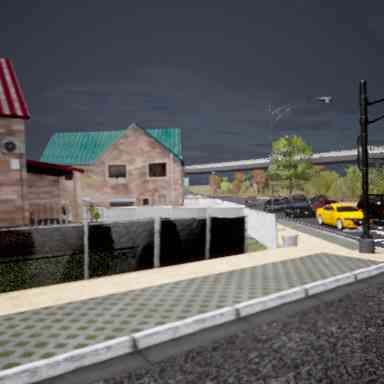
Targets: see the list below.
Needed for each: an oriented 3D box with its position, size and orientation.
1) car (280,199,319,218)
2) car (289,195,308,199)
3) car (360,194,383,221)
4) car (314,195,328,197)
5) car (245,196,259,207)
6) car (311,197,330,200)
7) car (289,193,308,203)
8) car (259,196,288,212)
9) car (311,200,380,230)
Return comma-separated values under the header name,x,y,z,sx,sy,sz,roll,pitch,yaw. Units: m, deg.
name,x,y,z,sx,sy,sz,roll,pitch,yaw
car,10.044,1.645,31.194,1.994,1.385,4.181,-2,0,0
car,13.323,1.479,42.309,1.837,1.490,4.892,-2,0,0
car,13.274,1.160,22.410,2.150,2.045,5.566,-2,0,0
car,19.877,1.247,51.768,1.837,1.490,4.892,-2,0,0
car,10.121,1.484,55.639,2.097,1.767,4.553,-2,0,0
car,13.288,1.482,32.173,1.812,1.442,4.674,-2,0,0
car,19.871,1.124,62.170,2.097,1.767,4.553,-2,0,0
car,10.066,1.626,41.298,1.812,1.442,4.674,-2,0,0
car,10.035,1.542,22.205,1.882,1.535,5.008,-2,0,0
